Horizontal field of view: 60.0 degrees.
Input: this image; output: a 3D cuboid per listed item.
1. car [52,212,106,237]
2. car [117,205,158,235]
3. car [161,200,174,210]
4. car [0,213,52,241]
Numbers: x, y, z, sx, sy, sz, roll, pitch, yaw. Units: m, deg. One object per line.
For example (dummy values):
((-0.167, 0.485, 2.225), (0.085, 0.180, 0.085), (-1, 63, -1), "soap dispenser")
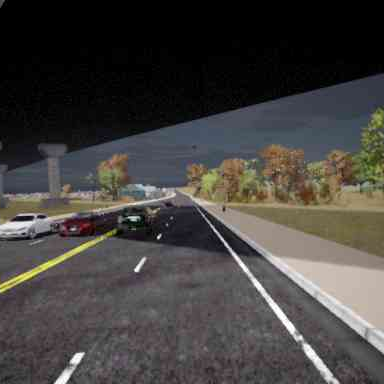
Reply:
((-6.821, 1.962, 21.019), (1.994, 1.385, 4.181), (-2, 0, -1), "car")
((-3.393, 1.632, 21.295), (2.097, 1.767, 4.553), (-2, -1, -1), "car")
((-3.891, 2.032, 52.519), (2.128, 1.511, 4.902), (-2, 0, -1), "car")
((-10.065, 2.034, 20.527), (1.812, 1.442, 4.674), (-2, 0, -1), "car")
